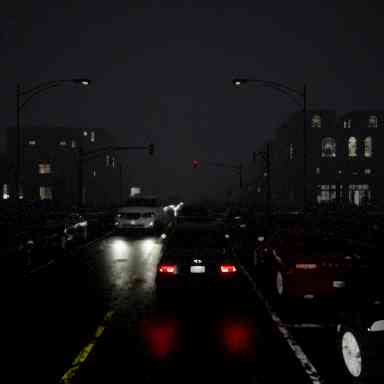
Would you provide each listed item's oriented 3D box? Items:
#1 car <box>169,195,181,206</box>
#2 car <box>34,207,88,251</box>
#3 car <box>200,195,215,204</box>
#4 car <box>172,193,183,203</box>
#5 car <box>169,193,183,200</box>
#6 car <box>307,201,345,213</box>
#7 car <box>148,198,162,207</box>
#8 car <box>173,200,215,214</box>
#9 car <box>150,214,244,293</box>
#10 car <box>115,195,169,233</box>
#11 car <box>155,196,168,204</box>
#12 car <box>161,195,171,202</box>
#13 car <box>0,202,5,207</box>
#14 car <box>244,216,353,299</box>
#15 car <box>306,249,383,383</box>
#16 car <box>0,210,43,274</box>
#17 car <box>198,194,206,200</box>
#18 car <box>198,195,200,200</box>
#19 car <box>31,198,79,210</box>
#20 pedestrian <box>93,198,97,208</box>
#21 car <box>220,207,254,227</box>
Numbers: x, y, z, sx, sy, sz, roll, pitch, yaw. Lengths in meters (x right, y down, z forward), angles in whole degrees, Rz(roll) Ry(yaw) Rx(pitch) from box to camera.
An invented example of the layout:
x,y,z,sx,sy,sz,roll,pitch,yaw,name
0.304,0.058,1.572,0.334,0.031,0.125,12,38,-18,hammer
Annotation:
x,y,z,sx,sy,sz,roll,pitch,yaw,name
-3.141,1.528,51.114,1.812,1.442,4.674,0,0,1,car
-5.696,1.551,13.997,2.008,1.369,4.403,0,0,0,car
2.661,1.569,52.067,1.947,1.339,4.313,0,0,0,car
-3.046,1.231,72.122,2.150,2.045,5.566,0,0,0,car
-3.105,1.495,61.466,2.128,1.511,4.902,0,0,0,car
14.787,1.651,37.261,4.181,1.385,1.994,0,0,1,car
-5.720,1.585,52.075,1.802,1.307,4.206,0,0,0,car
0.087,1.478,19.440,1.882,1.535,5.008,0,0,0,car
0.098,1.548,8.976,2.033,1.411,5.357,0,0,0,car
-2.932,1.224,19.890,2.150,2.045,5.566,0,0,2,car
-5.727,1.555,63.118,2.008,1.369,4.403,0,0,0,car
-5.733,1.446,74.162,1.967,1.590,4.097,0,0,0,car
-25.477,1.444,40.451,4.829,1.417,1.752,0,-1,1,car
2.688,1.545,8.293,1.887,1.381,4.507,0,0,0,car
2.692,1.551,2.601,2.008,1.369,4.403,0,0,0,car
-5.691,1.440,8.305,1.967,1.590,4.097,0,0,0,car
2.637,1.452,90.720,1.967,1.590,4.097,0,0,0,car
2.654,1.586,63.109,1.802,1.307,4.206,0,0,0,car
-13.981,1.414,34.335,5.008,1.535,1.882,0,0,4,car
-12.579,1.412,43.203,0.375,1.300,0.375,0,-1,1,pedestrian
2.681,1.551,19.677,2.008,1.369,4.403,0,0,0,car
